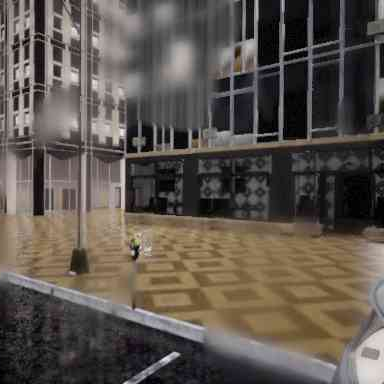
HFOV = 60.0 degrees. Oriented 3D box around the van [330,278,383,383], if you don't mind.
[{"bbox_3d":[2.512,1.338,1.071,3.998,1.788,1.690,0,1,36],"label":"van"}]
